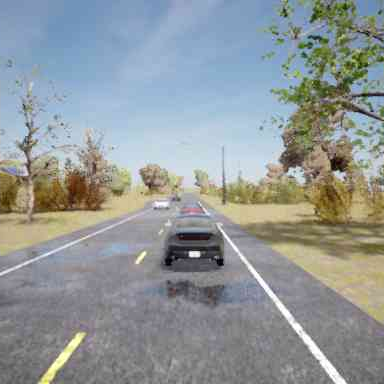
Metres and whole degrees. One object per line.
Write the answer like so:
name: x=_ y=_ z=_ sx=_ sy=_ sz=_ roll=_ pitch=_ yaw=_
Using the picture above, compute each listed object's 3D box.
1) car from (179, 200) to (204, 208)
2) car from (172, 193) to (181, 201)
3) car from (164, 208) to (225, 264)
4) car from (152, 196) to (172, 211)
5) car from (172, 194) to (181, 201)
car: x=0.031 y=1.588 z=27.241 sx=1.994 sy=1.385 sz=4.181 roll=0 pitch=0 yaw=0
car: x=-3.769 y=1.234 z=82.824 sx=2.097 sy=1.767 sz=4.553 roll=0 pitch=0 yaw=0
car: x=0.076 y=1.515 z=11.798 sx=1.837 sy=1.490 sz=4.892 roll=0 pitch=0 yaw=0
car: x=-3.817 y=1.550 z=42.364 sx=1.812 sy=1.442 sz=4.674 roll=0 pitch=0 yaw=-2
car: x=-3.626 y=1.341 z=75.540 sx=2.128 sy=1.511 sz=4.902 roll=0 pitch=0 yaw=-2
